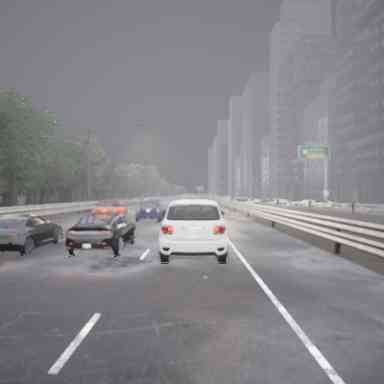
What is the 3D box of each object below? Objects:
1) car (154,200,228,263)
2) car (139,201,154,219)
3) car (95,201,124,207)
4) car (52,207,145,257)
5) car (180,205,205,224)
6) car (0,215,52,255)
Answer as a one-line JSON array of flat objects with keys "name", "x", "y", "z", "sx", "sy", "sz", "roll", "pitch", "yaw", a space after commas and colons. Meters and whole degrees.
[{"name": "car", "x": 0.058, "y": 1.296, "z": 12.337, "sx": 2.150, "sy": 2.045, "sz": 5.566, "roll": 0, "pitch": 0, "yaw": 0}, {"name": "car", "x": -3.442, "y": 1.535, "z": 28.307, "sx": 2.097, "sy": 1.767, "sz": 4.553, "roll": 0, "pitch": -1, "yaw": 0}, {"name": "car", "x": -6.942, "y": 1.535, "z": 28.303, "sx": 2.097, "sy": 1.767, "sz": 4.553, "roll": 0, "pitch": -1, "yaw": 0}, {"name": "car", "x": -3.437, "y": 1.572, "z": 13.335, "sx": 2.128, "sy": 1.511, "sz": 4.902, "roll": 0, "pitch": 0, "yaw": 0}, {"name": "car", "x": 0.054, "y": 1.777, "z": 27.212, "sx": 1.895, "sy": 1.301, "sz": 4.718, "roll": 0, "pitch": 0, "yaw": 0}, {"name": "car", "x": -6.934, "y": 1.646, "z": 13.679, "sx": 1.994, "sy": 1.385, "sz": 4.181, "roll": 0, "pitch": 0, "yaw": 0}]
